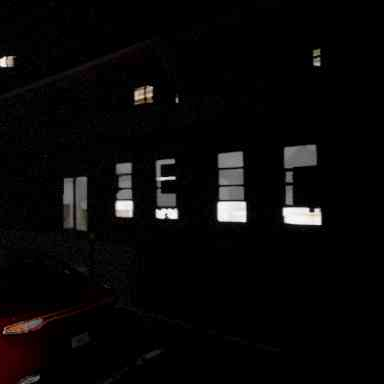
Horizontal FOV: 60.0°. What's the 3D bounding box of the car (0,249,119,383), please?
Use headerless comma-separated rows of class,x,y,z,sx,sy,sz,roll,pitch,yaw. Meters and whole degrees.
car,-3.084,1.549,5.085,4.507,1.381,1.887,0,-1,35
